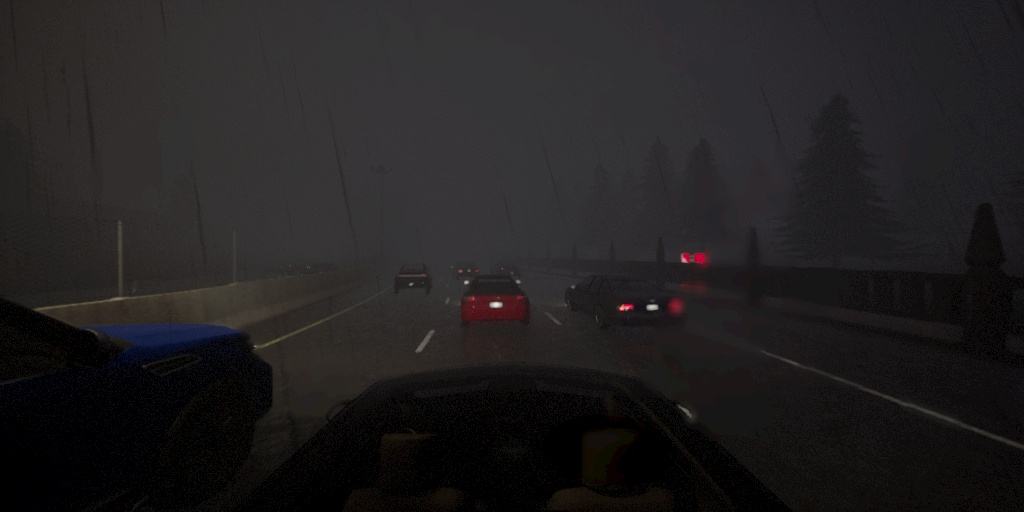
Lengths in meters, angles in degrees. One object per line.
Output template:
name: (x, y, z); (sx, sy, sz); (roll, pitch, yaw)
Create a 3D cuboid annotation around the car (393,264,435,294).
car: (-5.332, 1.160, 19.802); (2.128, 1.511, 4.902); (0, 0, -10)

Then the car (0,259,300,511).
car: (-3.491, 0.987, 1.231); (2.150, 2.045, 5.566); (0, 0, 0)

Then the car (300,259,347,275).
car: (-14.363, 1.209, 27.220); (2.033, 1.411, 5.357); (0, 0, -15)

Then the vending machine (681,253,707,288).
vending machine: (9.900, 0.809, 19.545); (1.100, 2.100, 0.880); (0, 0, -9)

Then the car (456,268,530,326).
car: (-0.600, 1.261, 11.560); (1.994, 1.385, 4.181); (0, 0, -5)

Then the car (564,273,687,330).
car: (3.041, 1.235, 10.876); (2.033, 1.411, 5.357); (0, 0, -5)

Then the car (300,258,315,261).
car: (-20.262, 0.992, 35.114); (2.097, 1.767, 4.553); (0, 0, -16)

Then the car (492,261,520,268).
car: (-0.559, 1.118, 30.268); (1.812, 1.442, 4.674); (0, 0, -14)

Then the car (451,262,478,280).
car: (-3.863, 1.158, 29.252); (2.033, 1.411, 5.357); (0, 0, -15)
